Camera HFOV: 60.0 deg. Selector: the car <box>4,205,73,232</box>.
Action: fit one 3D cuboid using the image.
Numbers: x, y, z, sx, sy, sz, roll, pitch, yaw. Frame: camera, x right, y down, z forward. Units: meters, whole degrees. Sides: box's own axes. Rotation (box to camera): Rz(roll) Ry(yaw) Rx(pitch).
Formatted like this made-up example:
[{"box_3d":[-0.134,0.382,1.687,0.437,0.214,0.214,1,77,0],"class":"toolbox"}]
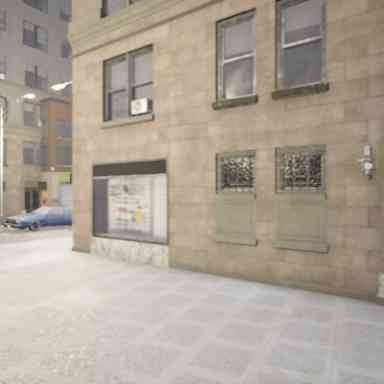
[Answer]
[{"box_3d":[-8.472,1.526,20.573,2.033,1.411,5.357,0,0,39],"class":"car"}]
